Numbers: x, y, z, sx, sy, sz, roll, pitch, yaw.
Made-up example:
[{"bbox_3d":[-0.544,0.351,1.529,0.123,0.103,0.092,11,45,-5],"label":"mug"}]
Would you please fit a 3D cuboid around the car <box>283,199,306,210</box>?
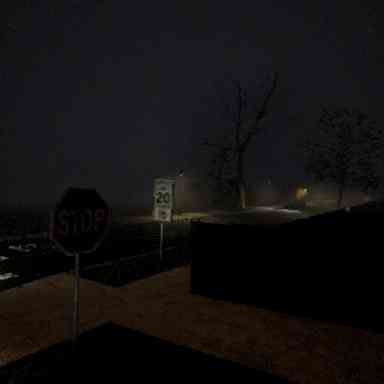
[{"bbox_3d":[14.341,1.702,46.029,2.033,1.411,5.357,4,2,33],"label":"car"}]
